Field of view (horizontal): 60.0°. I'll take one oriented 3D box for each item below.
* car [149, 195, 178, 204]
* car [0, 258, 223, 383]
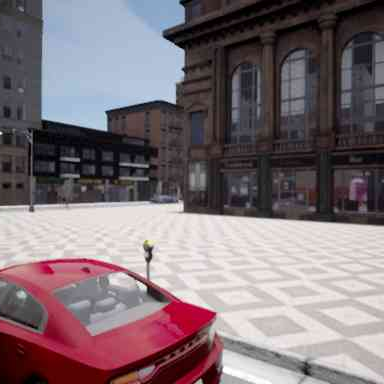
[{"bbox_3d":[-4.447,1.233,53.822,2.033,1.411,5.357,1,0,37],"label":"car"},{"bbox_3d":[-1.788,1.513,4.121,4.507,1.381,1.887,1,0,35],"label":"car"}]
